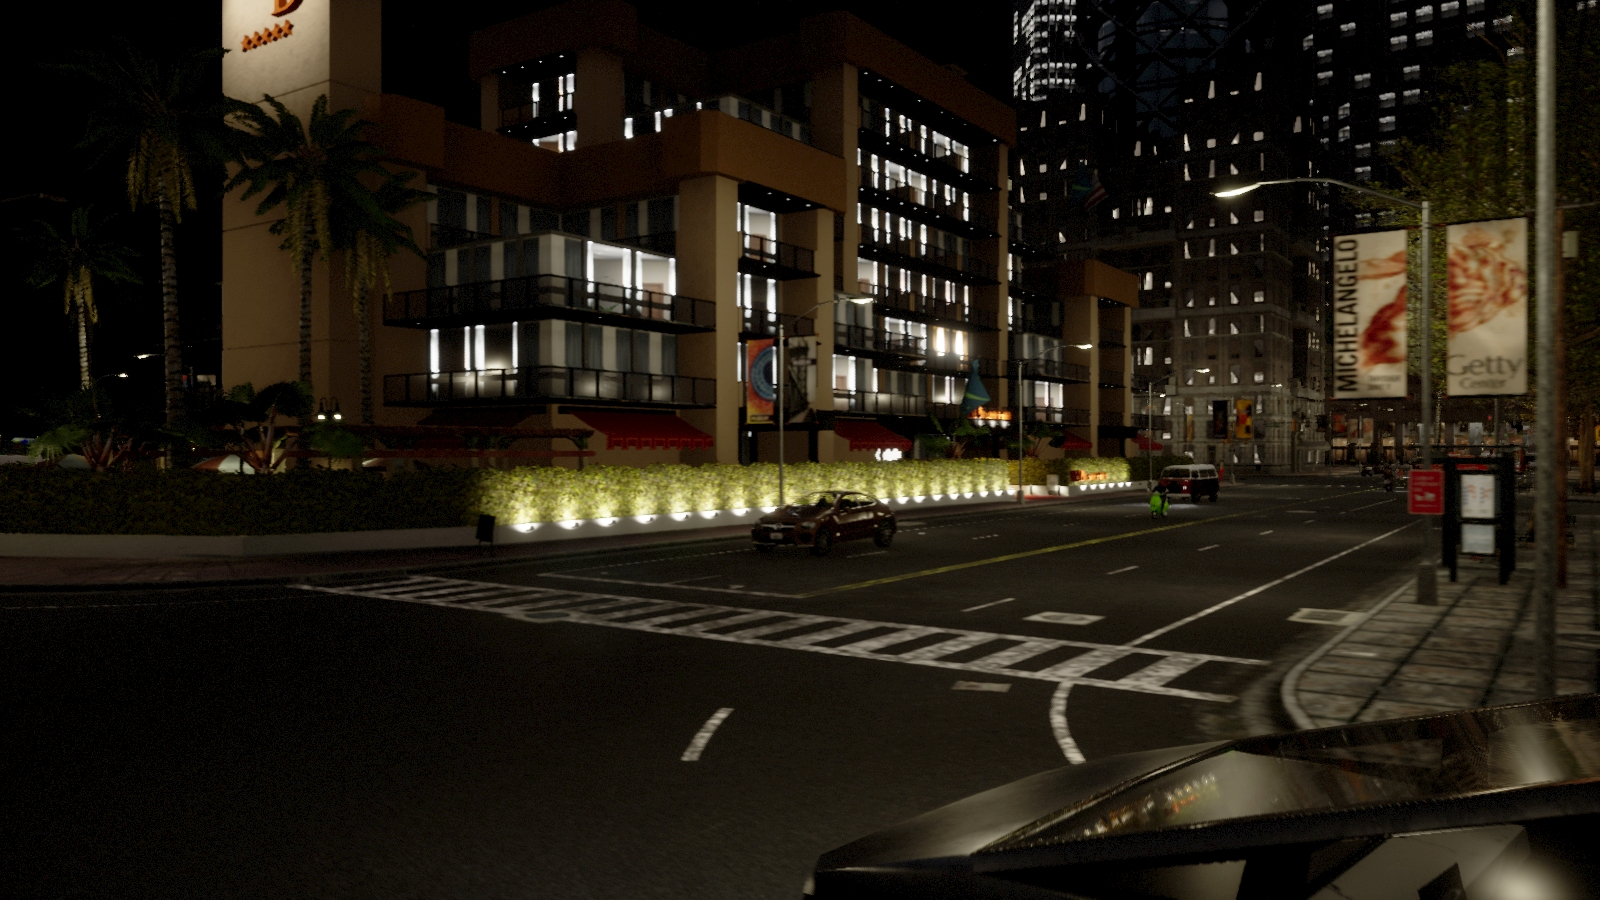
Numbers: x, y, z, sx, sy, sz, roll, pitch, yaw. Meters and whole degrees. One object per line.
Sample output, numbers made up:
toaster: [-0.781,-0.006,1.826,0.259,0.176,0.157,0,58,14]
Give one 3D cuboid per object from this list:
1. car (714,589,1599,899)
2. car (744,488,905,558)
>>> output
car: [2.780,1.753,2.740,6.274,2.098,2.390,0,0,44]
car: [0.789,1.989,32.324,2.152,1.651,5.027,0,0,34]
